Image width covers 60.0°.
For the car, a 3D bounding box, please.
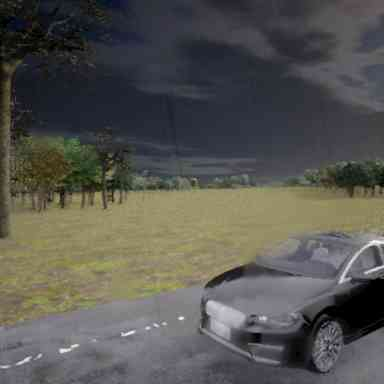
[{"bbox_3d":[2.354,1.481,5.669,4.902,1.511,2.128,0,0,-35],"label":"car"}]
